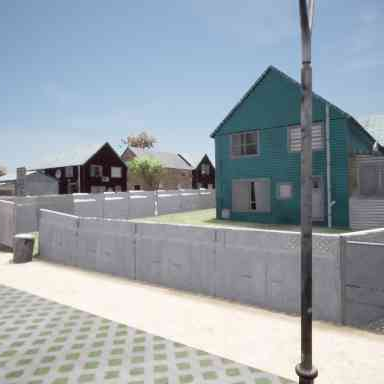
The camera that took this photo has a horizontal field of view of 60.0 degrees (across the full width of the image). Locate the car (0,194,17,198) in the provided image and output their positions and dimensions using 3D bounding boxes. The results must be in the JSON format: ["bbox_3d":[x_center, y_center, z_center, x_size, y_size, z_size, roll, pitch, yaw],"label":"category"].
[{"bbox_3d":[-12.737,1.067,21.437,2.097,1.767,4.553,-1,1,37],"label":"car"}]

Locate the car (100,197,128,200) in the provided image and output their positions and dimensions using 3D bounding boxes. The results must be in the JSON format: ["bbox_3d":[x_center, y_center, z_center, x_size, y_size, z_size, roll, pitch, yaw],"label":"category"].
[{"bbox_3d":[-6.861,0.947,29.636,1.837,1.490,4.892,-1,1,35],"label":"car"}]

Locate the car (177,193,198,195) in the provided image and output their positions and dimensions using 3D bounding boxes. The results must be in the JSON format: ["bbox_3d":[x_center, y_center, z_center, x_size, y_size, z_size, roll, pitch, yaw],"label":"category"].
[{"bbox_3d":[-0.992,0.522,37.940,2.097,1.767,4.553,-1,1,36],"label":"car"}]
